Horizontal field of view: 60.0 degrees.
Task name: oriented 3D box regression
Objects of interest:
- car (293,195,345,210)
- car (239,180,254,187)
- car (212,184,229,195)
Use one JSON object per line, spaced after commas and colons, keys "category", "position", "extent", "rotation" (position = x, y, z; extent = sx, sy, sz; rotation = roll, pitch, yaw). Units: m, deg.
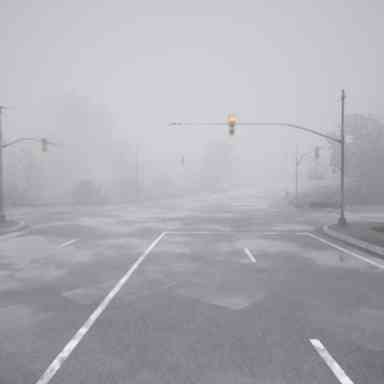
{"category": "car", "position": [12.743, 1.058, 33.563], "extent": [4.902, 1.511, 2.128], "rotation": [-1, 1, 4]}
{"category": "car", "position": [13.649, -2.012, 83.150], "extent": [2.150, 2.045, 5.566], "rotation": [1, 4, 33]}
{"category": "car", "position": [6.039, -0.529, 69.655], "extent": [2.150, 2.045, 5.566], "rotation": [0, 4, 26]}
